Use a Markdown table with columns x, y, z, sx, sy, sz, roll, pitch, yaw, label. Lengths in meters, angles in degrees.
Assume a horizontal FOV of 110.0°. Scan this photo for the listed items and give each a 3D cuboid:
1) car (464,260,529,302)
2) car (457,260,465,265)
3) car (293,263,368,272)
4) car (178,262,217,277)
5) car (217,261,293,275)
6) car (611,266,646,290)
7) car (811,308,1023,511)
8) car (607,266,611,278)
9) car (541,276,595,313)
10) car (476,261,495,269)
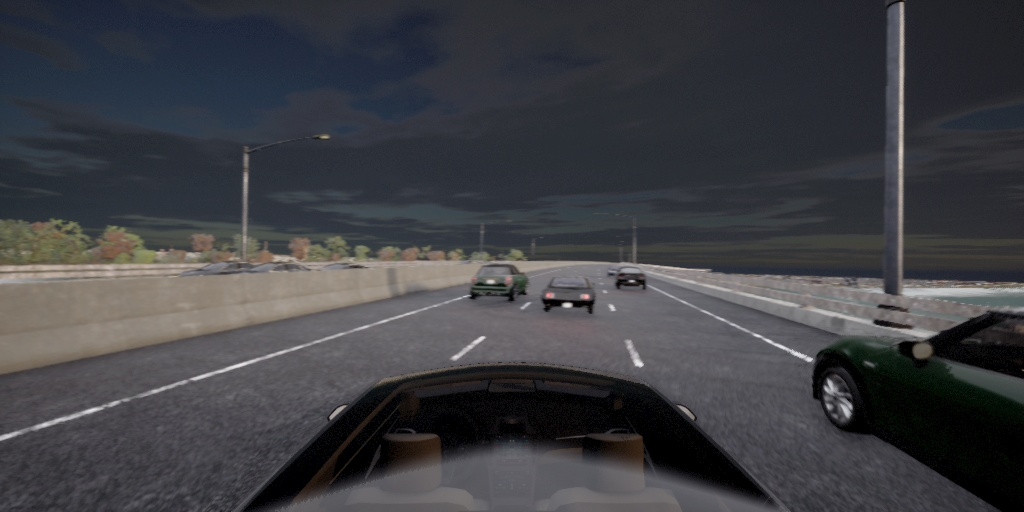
| x | y | z | sx | sy | sz | roll | pitch | yaw | label |
| --- | --- | --- | --- | --- | --- | --- | --- | --- | --- |
| -0.486 | 1.174 | 17.854 | 2.097 | 1.767 | 4.553 | 1 | 0 | 12 | car |
| -8.187 | 1.469 | 63.100 | 1.837 | 1.490 | 4.892 | 1 | 0 | 14 | car |
| -10.533 | 1.187 | 21.982 | 1.837 | 1.490 | 4.892 | 1 | 0 | 12 | car |
| -17.651 | 1.074 | 22.189 | 1.837 | 1.490 | 4.892 | 1 | 0 | 12 | car |
| -14.240 | 1.125 | 21.407 | 1.837 | 1.490 | 4.892 | 1 | 0 | 12 | car |
| 8.275 | 1.480 | 25.445 | 1.882 | 1.535 | 5.008 | 1 | 0 | 13 | car |
| 4.592 | 1.180 | 2.696 | 2.097 | 1.767 | 4.553 | 1 | 0 | 12 | car |
| 11.555 | 1.738 | 39.974 | 1.895 | 1.301 | 4.718 | 1 | 0 | 14 | car |
| 2.414 | 1.454 | 14.744 | 1.895 | 1.301 | 4.718 | 1 | 0 | 12 | car |
| -4.641 | 1.593 | 62.882 | 1.994 | 1.385 | 4.181 | 1 | 0 | 14 | car |
